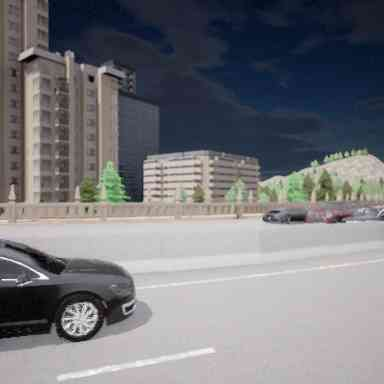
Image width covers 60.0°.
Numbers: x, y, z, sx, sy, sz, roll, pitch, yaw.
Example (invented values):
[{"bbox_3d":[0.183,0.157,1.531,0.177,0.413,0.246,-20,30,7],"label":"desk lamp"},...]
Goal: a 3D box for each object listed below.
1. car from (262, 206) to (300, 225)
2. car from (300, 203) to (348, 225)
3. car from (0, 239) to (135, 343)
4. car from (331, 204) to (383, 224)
[{"bbox_3d":[7.598,1.819,26.443,4.181,1.385,1.994,1,-1,-33],"label":"car"},{"bbox_3d":[10.338,1.597,24.060,4.553,1.767,2.097,1,-1,-34],"label":"car"},{"bbox_3d":[-3.380,1.529,5.344,4.892,1.490,1.837,0,0,-20],"label":"car"},{"bbox_3d":[11.151,1.705,20.423,4.902,1.511,2.128,1,-1,-33],"label":"car"}]
